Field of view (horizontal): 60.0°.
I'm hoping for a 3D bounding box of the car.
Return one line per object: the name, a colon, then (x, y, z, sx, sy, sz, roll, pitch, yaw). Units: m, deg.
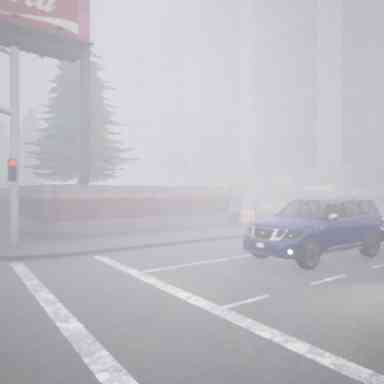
car: (4.313, 1.210, 11.346, 5.566, 2.045, 2.150, 0, 0, -34)
